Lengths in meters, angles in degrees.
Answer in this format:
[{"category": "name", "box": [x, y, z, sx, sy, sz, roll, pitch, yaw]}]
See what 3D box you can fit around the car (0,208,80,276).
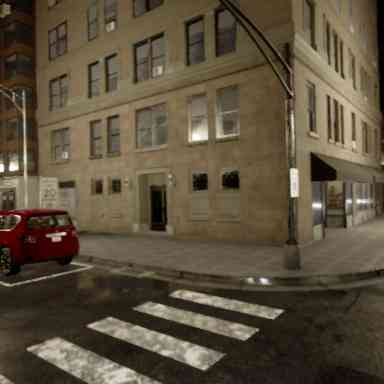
[{"category": "car", "box": [-5.758, 1.481, 10.994, 5.009, 1.841, 2.192, -2, 0, 38]}]
